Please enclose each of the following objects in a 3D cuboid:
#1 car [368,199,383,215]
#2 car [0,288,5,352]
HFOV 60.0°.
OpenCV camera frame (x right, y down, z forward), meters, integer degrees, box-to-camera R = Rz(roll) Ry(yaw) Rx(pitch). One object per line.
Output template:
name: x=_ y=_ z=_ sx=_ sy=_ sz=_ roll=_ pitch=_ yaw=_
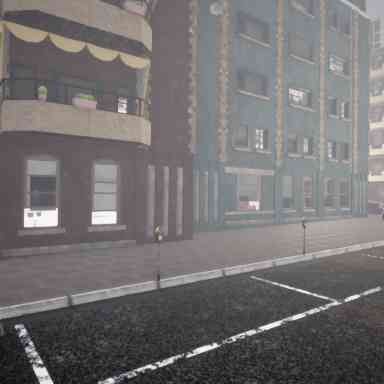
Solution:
car: x=16.142 y=1.241 z=32.640 sx=2.192 sy=1.841 sz=5.009 roll=1 pitch=0 yaw=-36
car: x=-4.195 y=1.566 z=3.097 sx=4.313 sy=1.339 sz=1.947 roll=0 pitch=1 yaw=-35
